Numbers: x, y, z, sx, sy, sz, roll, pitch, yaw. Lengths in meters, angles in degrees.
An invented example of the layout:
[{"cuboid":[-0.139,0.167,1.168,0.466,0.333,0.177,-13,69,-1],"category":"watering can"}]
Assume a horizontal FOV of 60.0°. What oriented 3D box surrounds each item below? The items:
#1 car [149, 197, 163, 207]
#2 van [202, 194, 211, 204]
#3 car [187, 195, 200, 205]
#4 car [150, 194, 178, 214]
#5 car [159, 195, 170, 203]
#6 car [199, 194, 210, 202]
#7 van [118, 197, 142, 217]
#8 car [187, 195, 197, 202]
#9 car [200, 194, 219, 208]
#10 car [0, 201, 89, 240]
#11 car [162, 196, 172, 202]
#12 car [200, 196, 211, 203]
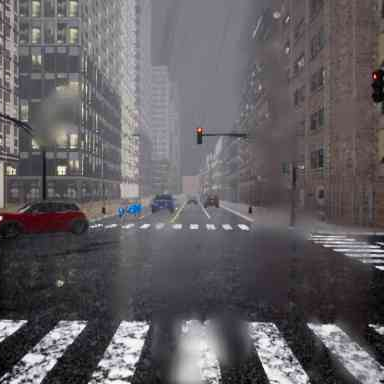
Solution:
[{"cuboid":[-5.637,1.542,52.643,1.752,1.417,4.829,0,0,0],"category":"car"},{"cuboid":[2.754,1.366,63.908,1.690,1.788,3.998,0,0,0],"category":"van"},{"cuboid":[0.065,1.623,60.129,1.895,1.301,4.718,0,0,0],"category":"car"},{"cuboid":[-3.060,1.233,36.029,2.150,2.045,5.566,0,0,0],"category":"car"},{"cuboid":[-5.620,1.469,69.466,1.967,1.590,4.097,0,0,0],"category":"car"},{"cuboid":[2.765,1.348,75.009,2.192,1.841,5.009,0,0,0],"category":"car"},{"cuboid":[-5.660,1.347,30.609,1.690,1.788,3.998,0,0,0],"category":"van"},{"cuboid":[0.074,1.419,70.105,2.033,1.411,5.357,0,0,0],"category":"car"},{"cuboid":[2.737,1.329,47.255,2.192,1.841,5.009,0,0,0],"category":"car"},{"cuboid":[-7.478,1.231,16.205,4.553,1.767,2.097,1,0,-40],"category":"car"},{"cuboid":[-5.615,1.559,74.847,1.752,1.417,4.829,0,0,0],"category":"car"},{"cuboid":[2.761,1.579,69.458,2.008,1.369,4.403,0,0,0],"category":"car"}]
